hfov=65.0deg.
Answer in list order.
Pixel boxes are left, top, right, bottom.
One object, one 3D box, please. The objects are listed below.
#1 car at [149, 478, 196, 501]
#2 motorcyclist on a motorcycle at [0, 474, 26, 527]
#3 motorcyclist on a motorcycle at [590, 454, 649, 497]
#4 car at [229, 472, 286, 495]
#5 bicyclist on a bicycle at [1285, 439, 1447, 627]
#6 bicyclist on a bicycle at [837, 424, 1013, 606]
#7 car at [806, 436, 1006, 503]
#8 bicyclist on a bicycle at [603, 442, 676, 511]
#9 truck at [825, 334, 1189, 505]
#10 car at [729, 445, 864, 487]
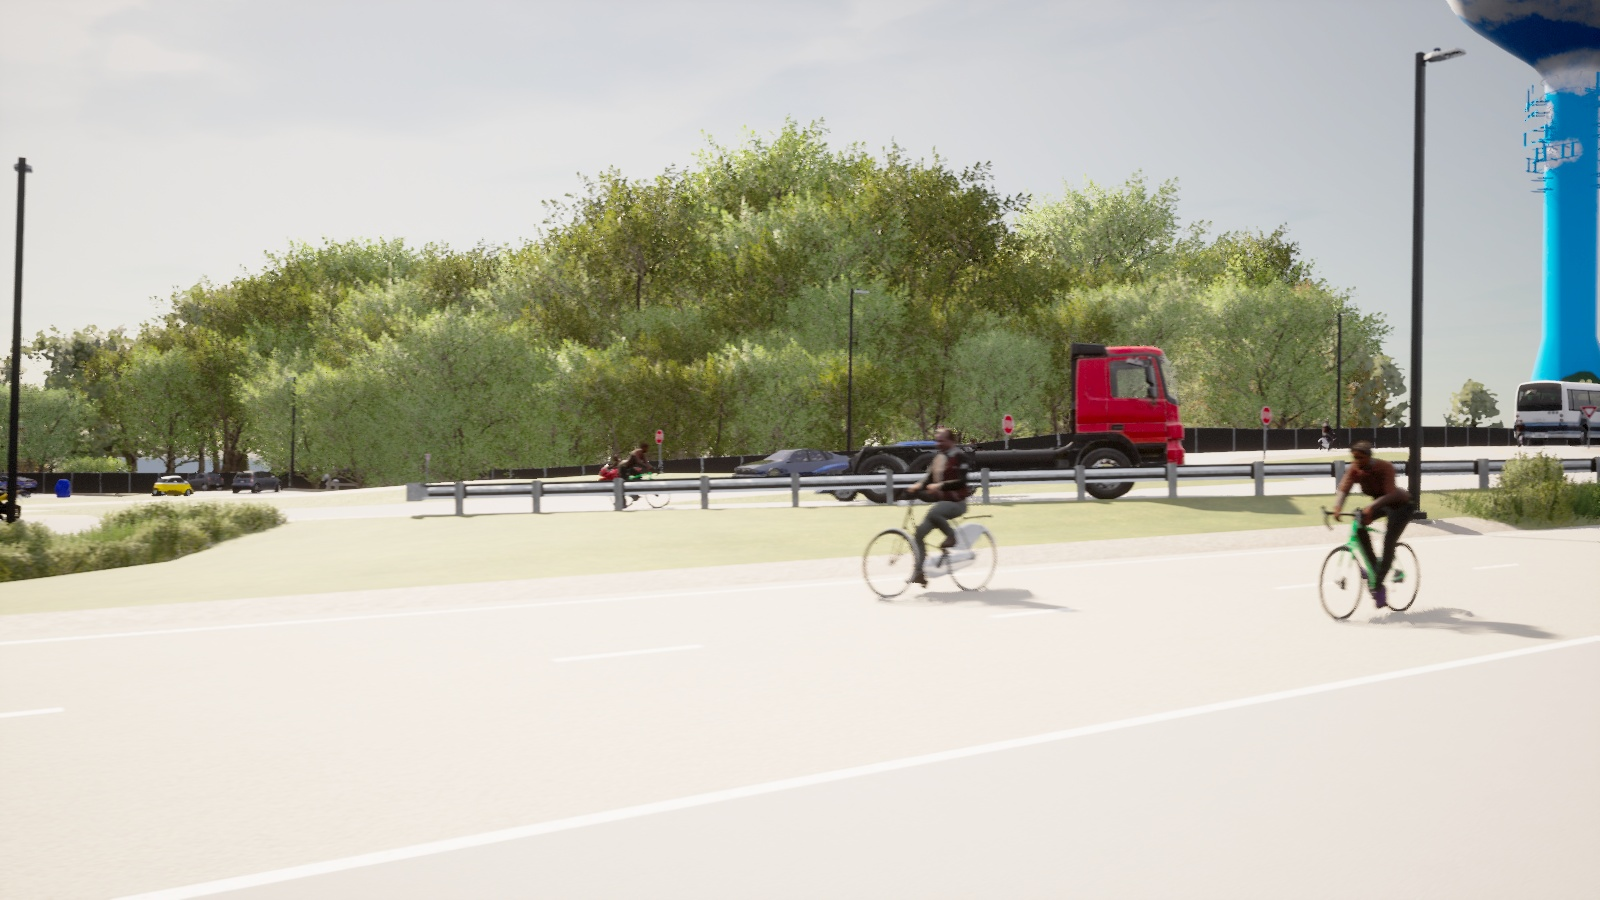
[{"bbox_3d":[-39.946,2.502,79.932,1.481,1.376,2.207,0,0,35],"label":"car"},{"bbox_3d":[-23.921,1.503,36.756,2.044,1.523,0.797,-1,0,-21],"label":"motorcyclist on a motorcycle"},{"bbox_3d":[-6.899,0.949,47.974,2.044,1.523,0.797,-3,1,-34],"label":"motorcyclist on a motorcycle"},{"bbox_3d":[-38.716,2.384,89.685,1.851,1.617,3.988,0,-1,10],"label":"car"},{"bbox_3d":[5.229,0.714,11.562,1.656,1.620,0.582,0,0,-35],"label":"bicyclist on a bicycle"},{"bbox_3d":[1.326,0.642,13.111,1.843,1.776,0.659,0,0,-35],"label":"bicyclist on a bicycle"},{"bbox_3d":[2.775,0.515,32.860,5.008,1.535,1.882,-2,-1,6],"label":"car"},{"bbox_3d":[-3.896,0.650,30.512,1.656,1.620,0.582,-2,-2,19],"label":"bicyclist on a bicycle"},{"bbox_3d":[4.844,-0.586,29.248,7.936,3.462,2.891,-2,-1,17],"label":"truck"},{"bbox_3d":[-0.129,0.638,52.568,5.357,1.411,2.033,-3,2,-33],"label":"car"}]
